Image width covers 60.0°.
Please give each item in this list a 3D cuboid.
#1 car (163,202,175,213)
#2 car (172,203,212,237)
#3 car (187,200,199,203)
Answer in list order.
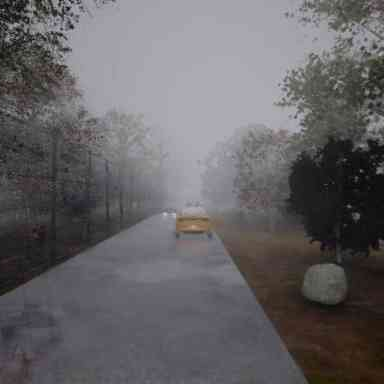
[{"bbox_3d":[-2.803,2.067,44.392,2.033,1.411,5.357,0,-1,0],"label":"car"},{"bbox_3d":[0.079,1.576,18.650,1.882,1.535,5.008,0,-1,0],"label":"car"},{"bbox_3d":[0.114,1.759,39.159,2.097,1.767,4.553,0,-1,0],"label":"car"}]
